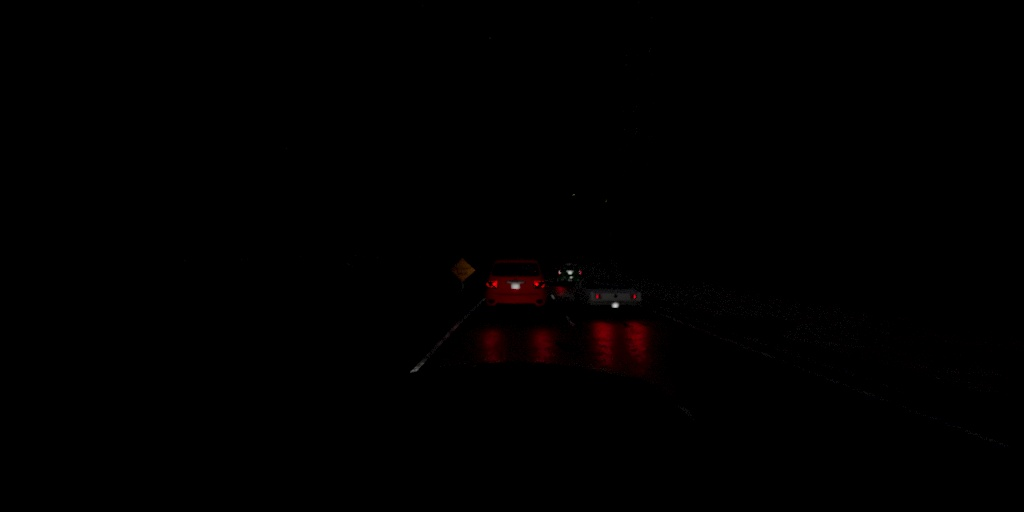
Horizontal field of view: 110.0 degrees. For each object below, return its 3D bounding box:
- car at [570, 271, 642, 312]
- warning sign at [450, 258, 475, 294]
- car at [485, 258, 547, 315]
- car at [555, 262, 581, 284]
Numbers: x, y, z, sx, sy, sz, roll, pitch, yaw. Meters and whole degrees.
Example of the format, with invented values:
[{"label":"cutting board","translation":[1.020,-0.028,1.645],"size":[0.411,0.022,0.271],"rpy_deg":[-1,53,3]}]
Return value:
[{"label":"car","translation":[3.760,1.485,14.897],"size":[1.895,1.301,4.718],"rpy_deg":[0,-1,3]},{"label":"warning sign","translation":[-2.637,1.036,19.098],"size":[1.300,1.860,1.060],"rpy_deg":[0,0,3]},{"label":"car","translation":[0.226,1.102,14.367],"size":[2.150,2.045,5.566],"rpy_deg":[0,0,2]},{"label":"car","translation":[4.679,1.366,29.803],"size":[2.097,1.767,4.553],"rpy_deg":[0,-1,5]}]
